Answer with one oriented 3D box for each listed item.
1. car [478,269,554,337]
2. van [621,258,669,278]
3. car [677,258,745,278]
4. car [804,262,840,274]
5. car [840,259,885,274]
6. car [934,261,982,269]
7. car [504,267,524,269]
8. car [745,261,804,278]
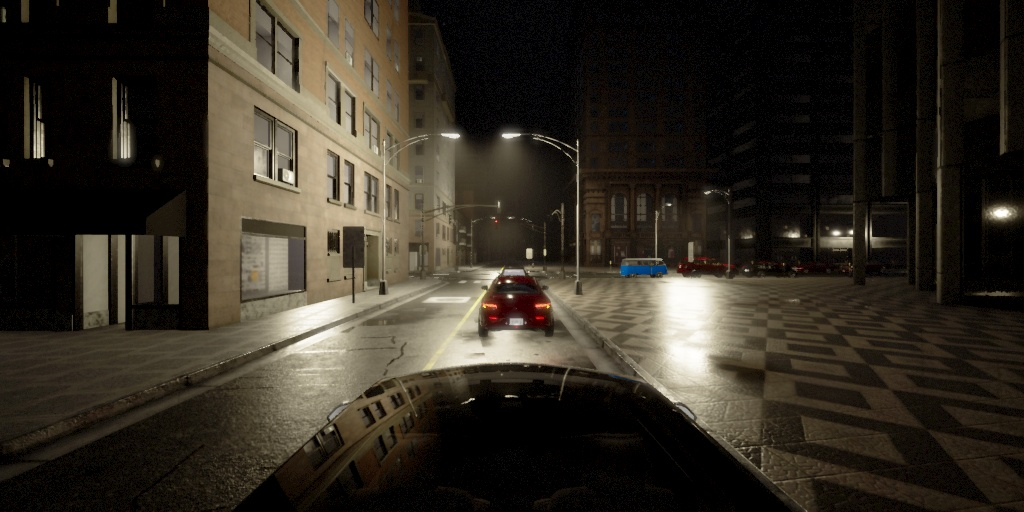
[{"bbox_3d":[0.095,1.271,10.148,1.812,1.442,4.674,0,0,0],"label":"car"},{"bbox_3d":[11.742,1.104,31.962,3.998,1.789,1.690,0,0,-1],"label":"van"},{"bbox_3d":[17.383,1.077,32.046,5.009,1.841,2.192,0,0,-1],"label":"car"},{"bbox_3d":[34.199,1.330,40.821,4.207,1.307,1.802,0,0,-1],"label":"car"},{"bbox_3d":[39.838,1.185,40.904,4.097,1.591,1.967,0,0,-1],"label":"car"},{"bbox_3d":[39.940,1.190,32.379,4.097,1.591,1.967,0,0,-1],"label":"car"},{"bbox_3d":[0.110,1.302,20.020,1.994,1.385,4.181,0,0,0],"label":"car"},{"bbox_3d":[23.022,1.325,32.129,4.313,1.339,1.948,0,0,-1],"label":"car"}]
